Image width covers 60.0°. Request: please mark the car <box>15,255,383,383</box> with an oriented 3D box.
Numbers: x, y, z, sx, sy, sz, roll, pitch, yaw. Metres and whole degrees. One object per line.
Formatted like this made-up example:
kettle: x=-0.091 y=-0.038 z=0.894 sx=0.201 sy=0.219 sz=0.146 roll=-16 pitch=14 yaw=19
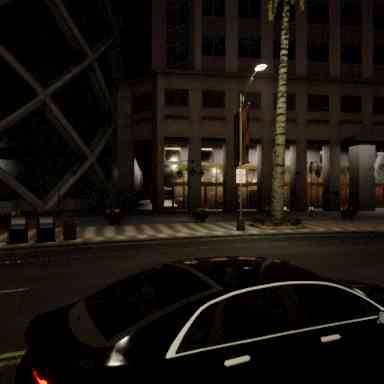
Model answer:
car: x=0.803 y=1.505 z=3.700 sx=4.892 sy=1.490 sz=1.837 roll=0 pitch=0 yaw=-26
